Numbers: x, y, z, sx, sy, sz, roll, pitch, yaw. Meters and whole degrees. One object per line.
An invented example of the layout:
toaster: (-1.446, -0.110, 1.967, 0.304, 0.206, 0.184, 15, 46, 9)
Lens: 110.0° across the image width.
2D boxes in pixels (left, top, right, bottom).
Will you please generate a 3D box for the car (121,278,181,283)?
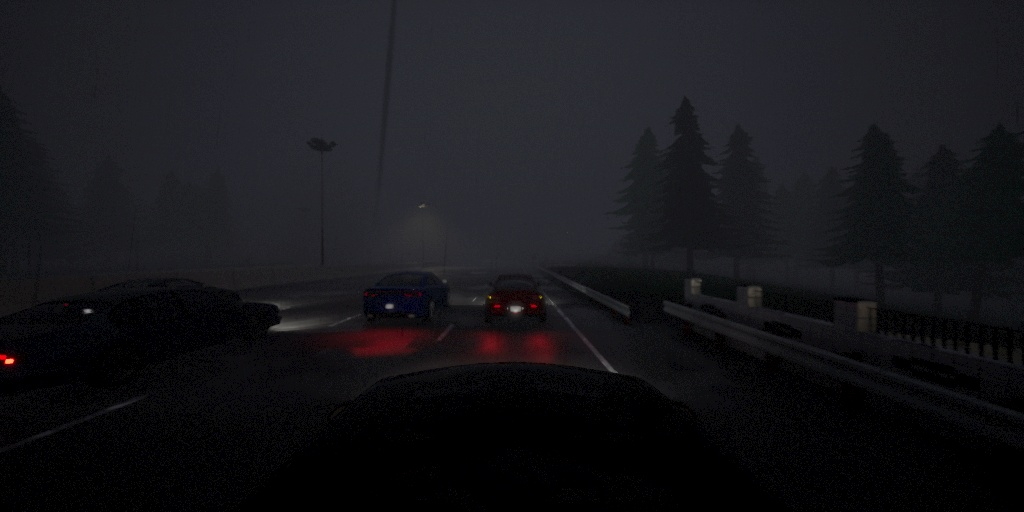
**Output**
car: (-10.399, 1.333, 10.800, 1.994, 1.385, 4.181, 0, 0, 0)

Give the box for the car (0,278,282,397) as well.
car: (-6.900, 1.308, 6.844, 2.033, 1.411, 5.357, 0, 0, 0)

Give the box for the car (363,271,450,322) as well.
car: (-3.400, 1.250, 12.433, 1.882, 1.535, 5.008, 0, 0, 0)

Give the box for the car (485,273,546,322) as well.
car: (0.100, 1.298, 12.195, 1.812, 1.442, 4.674, 0, 0, 0)
